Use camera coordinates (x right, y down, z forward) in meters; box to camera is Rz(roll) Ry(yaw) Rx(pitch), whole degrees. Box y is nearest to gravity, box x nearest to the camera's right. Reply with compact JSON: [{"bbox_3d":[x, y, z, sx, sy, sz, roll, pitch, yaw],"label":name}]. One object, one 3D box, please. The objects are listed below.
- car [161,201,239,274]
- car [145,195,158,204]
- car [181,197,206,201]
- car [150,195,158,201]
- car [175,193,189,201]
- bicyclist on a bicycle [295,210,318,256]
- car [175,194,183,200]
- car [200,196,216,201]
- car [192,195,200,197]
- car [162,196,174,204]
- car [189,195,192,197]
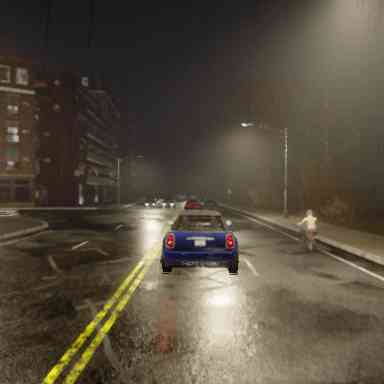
[{"bbox_3d":[0.240,1.356,10.782,2.097,1.767,4.553,0,0,1],"label":"car"},{"bbox_3d":[-7.757,1.507,62.777,2.033,1.411,5.357,0,0,-3],"label":"car"},{"bbox_3d":[0.110,1.511,33.516,1.837,1.490,4.892,0,0,-1],"label":"car"},{"bbox_3d":[-8.990,1.429,78.885,1.837,1.490,4.892,0,0,-5],"label":"car"},{"bbox_3d":[-2.578,1.197,80.183,2.150,2.045,5.566,0,0,-5],"label":"car"},{"bbox_3d":[4.334,1.465,12.374,0.866,1.612,1.509,0,0,0],"label":"bicyclist on a bicycle"},{"bbox_3d":[-3.587,1.342,90.565,1.882,1.535,5.008,0,0,-6],"label":"car"},{"bbox_3d":[2.745,1.508,51.131,2.128,1.511,4.902,0,0,-3],"label":"car"},{"bbox_3d":[1.645,1.551,69.036,2.033,1.411,5.357,0,0,-4],"label":"car"},{"bbox_3d":[-4.536,1.479,63.095,1.837,1.490,4.892,0,0,-3],"label":"car"},{"bbox_3d":[-0.043,1.534,87.843,1.994,1.385,4.181,0,0,-6],"label":"car"}]
